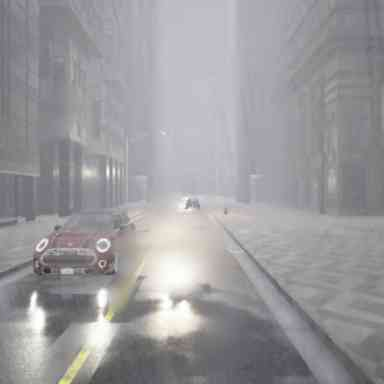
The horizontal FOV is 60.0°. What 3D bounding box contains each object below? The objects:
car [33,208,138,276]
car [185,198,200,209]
[{"bbox_3d":[-3.044,1.355,10.421,2.097,1.767,4.553,0,0,1],"label":"car"},{"bbox_3d":[0.111,1.504,44.917,1.812,1.442,4.674,0,0,0],"label":"car"}]
